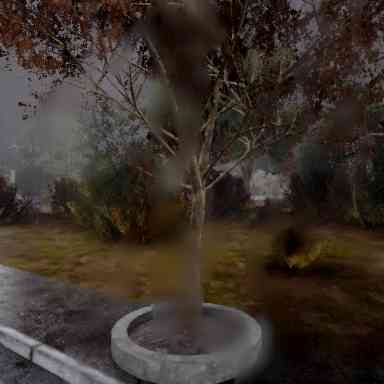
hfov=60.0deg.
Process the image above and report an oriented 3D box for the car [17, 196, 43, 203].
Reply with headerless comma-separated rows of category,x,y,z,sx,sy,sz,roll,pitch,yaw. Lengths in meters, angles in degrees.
car,-22.076,1.217,44.936,2.033,1.411,5.357,1,0,32
